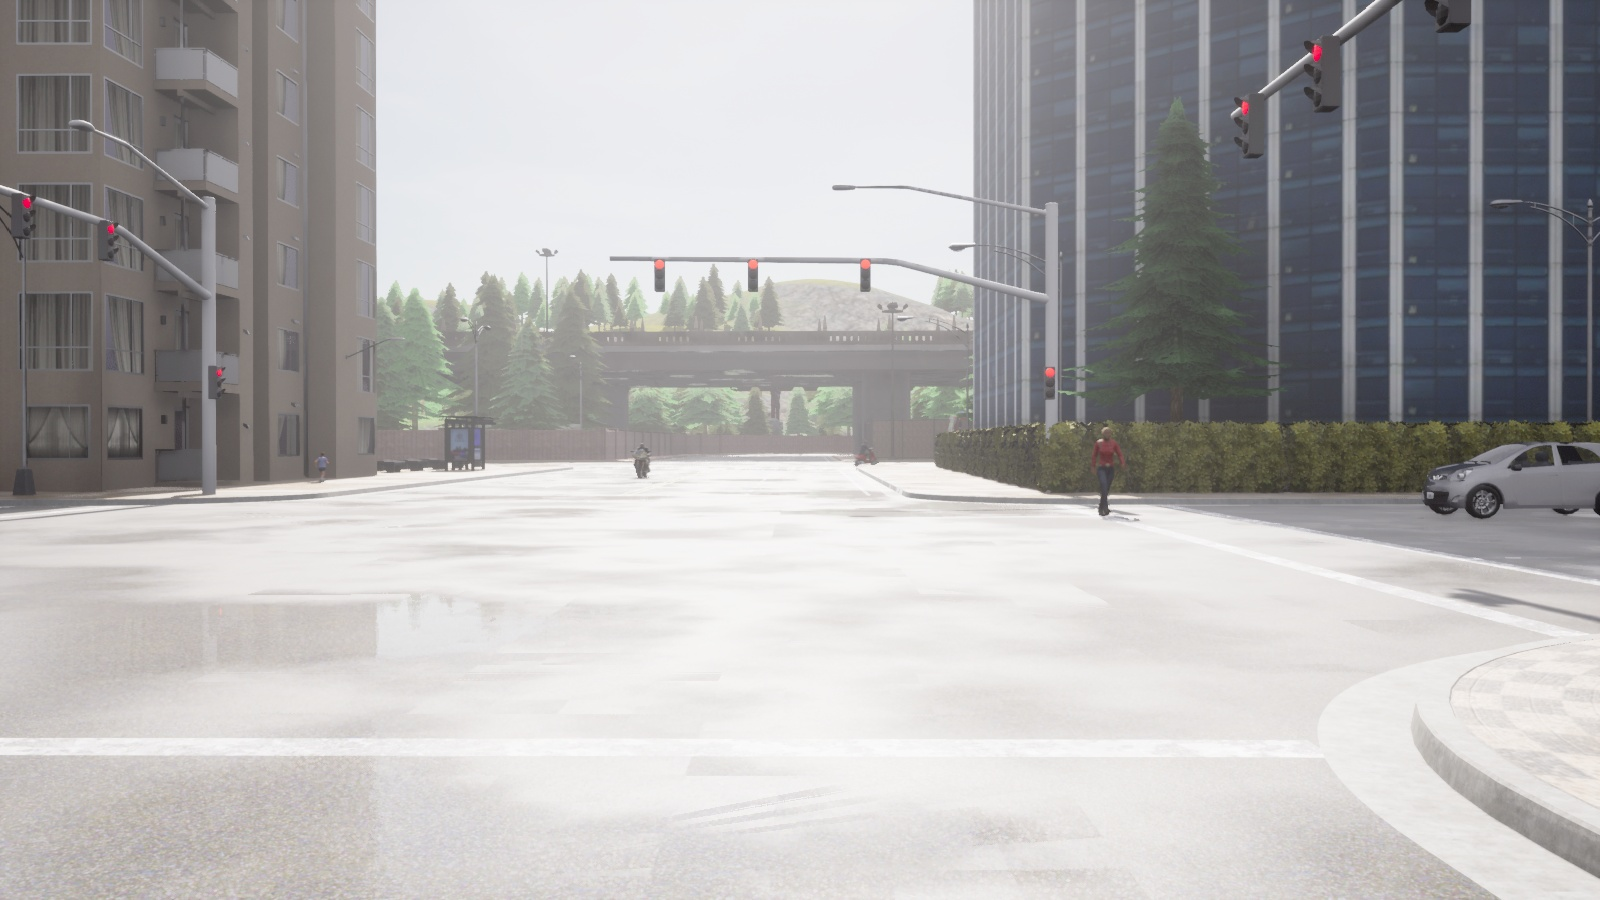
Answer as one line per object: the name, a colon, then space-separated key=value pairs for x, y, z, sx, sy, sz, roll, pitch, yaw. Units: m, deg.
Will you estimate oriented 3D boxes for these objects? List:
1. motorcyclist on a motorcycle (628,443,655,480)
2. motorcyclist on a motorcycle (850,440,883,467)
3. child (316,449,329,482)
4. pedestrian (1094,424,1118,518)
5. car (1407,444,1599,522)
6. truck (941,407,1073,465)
motorcyclist on a motorcycle: x=-6.692 y=0.476 z=53.199 sx=0.866 sy=1.530 sz=2.191 roll=0 pitch=0 yaw=0
motorcyclist on a motorcycle: x=4.078 y=0.222 z=76.838 sx=1.817 sy=1.590 sz=0.866 roll=0 pitch=2 yaw=-36
child: x=-16.221 y=0.531 z=42.641 sx=0.255 sy=1.110 sz=0.394 roll=0 pitch=0 yaw=7
pedestrian: x=6.107 y=0.407 z=25.079 sx=0.331 sy=1.846 sz=0.636 roll=0 pitch=0 yaw=0
car: x=14.359 y=0.631 z=24.997 sx=3.633 sy=1.501 sz=1.845 roll=0 pitch=0 yaw=0
truck: x=14.019 y=-0.945 z=85.445 sx=8.468 sy=3.827 sz=2.891 roll=0 pitch=0 yaw=0
